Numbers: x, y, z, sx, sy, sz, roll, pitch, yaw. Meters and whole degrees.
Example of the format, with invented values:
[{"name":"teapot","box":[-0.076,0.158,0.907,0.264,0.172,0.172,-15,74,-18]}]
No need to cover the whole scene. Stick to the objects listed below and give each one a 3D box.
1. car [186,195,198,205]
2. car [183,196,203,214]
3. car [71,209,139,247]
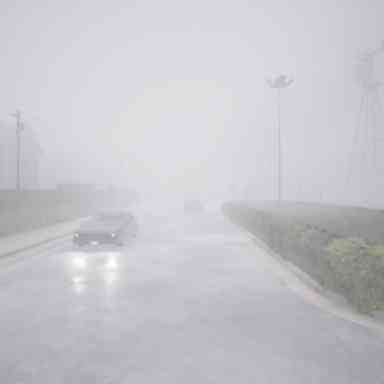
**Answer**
[{"name":"car","box":[0.023,1.288,54.017,1.812,1.442,4.674,0,0,0]},{"name":"car","box":[0.110,1.416,33.598,1.994,1.385,4.181,0,0,0]},{"name":"car","box":[-3.585,1.481,14.856,2.033,1.411,5.357,0,0,0]}]
